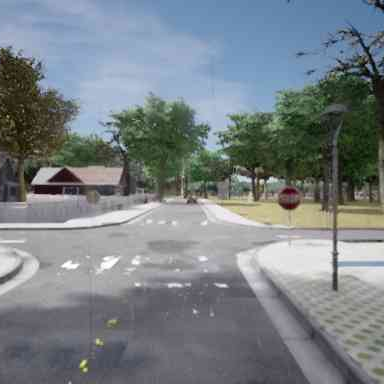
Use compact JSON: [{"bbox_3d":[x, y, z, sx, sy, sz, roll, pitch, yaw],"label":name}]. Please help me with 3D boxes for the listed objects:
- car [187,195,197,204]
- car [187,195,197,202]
[{"bbox_3d":[-0.007,1.459,61.560,1.812,1.442,4.674,0,0,0],"label":"car"},{"bbox_3d":[-0.005,1.374,71.599,1.895,1.301,4.718,0,0,0],"label":"car"}]
